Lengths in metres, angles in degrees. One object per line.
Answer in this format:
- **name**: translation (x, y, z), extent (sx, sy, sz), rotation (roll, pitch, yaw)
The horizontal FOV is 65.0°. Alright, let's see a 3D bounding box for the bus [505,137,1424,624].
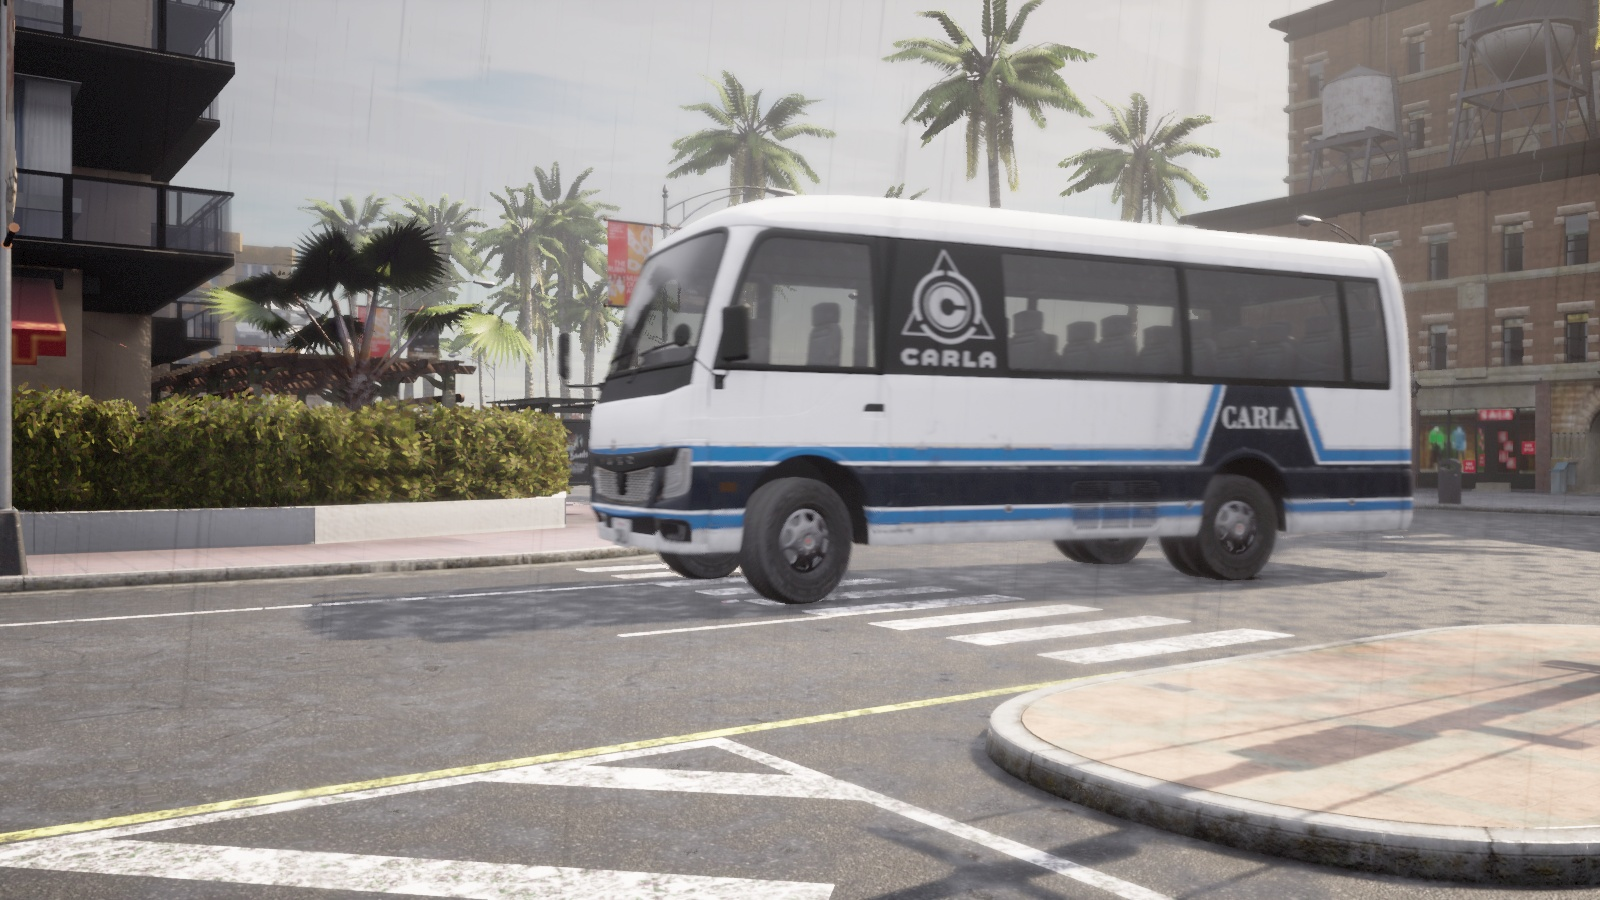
- **bus**: translation (2.081, -0.600, 14.907), extent (10.273, 4.253, 3.944), rotation (0, -1, -25)
